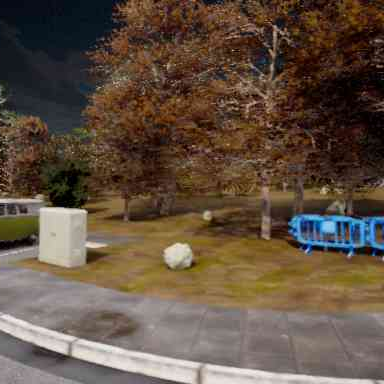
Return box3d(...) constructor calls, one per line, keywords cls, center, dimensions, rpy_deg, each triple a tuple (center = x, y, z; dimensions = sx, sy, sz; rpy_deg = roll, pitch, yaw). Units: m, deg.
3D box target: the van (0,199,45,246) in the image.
box3d(cls="van", center=(-7.760, 1.252, 12.869), dimensions=(1.878, 1.987, 4.442), rpy_deg=(1, -1, 16))
